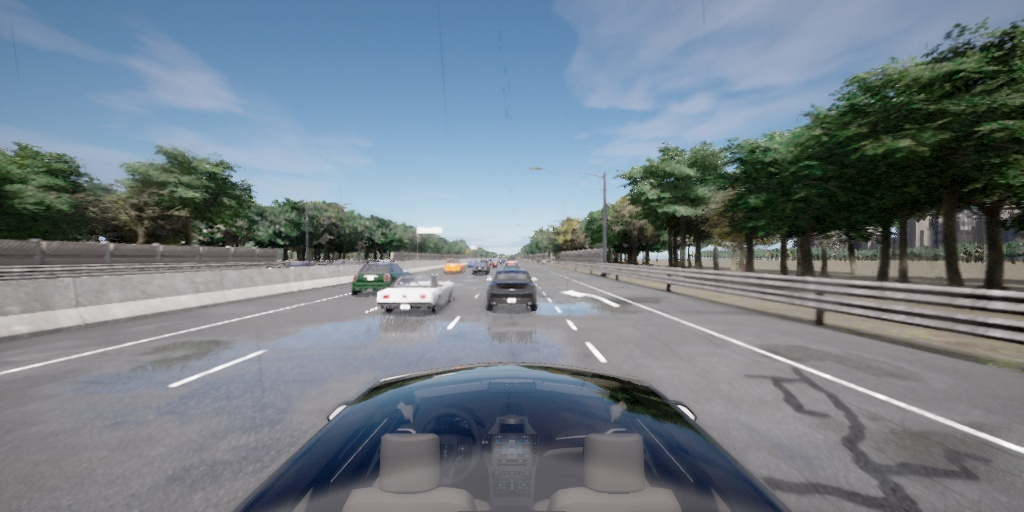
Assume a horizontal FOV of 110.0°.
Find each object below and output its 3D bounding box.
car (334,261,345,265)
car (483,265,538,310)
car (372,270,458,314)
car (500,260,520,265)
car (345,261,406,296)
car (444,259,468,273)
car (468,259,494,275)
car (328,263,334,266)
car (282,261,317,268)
[{"bbox_3d":[-21.089,1.357,47.634,1.882,1.535,5.008,0,0,0],"label":"car"},{"bbox_3d":[-0.003,1.286,14.796,1.837,1.490,4.892,0,0,0],"label":"car"},{"bbox_3d":[-3.503,1.380,13.980,1.895,1.301,4.718,0,0,0],"label":"car"},{"bbox_3d":[-0.022,1.419,41.123,1.994,1.385,4.181,0,0,0],"label":"car"},{"bbox_3d":[-7.006,1.147,19.883,2.097,1.767,4.553,0,0,0],"label":"car"},{"bbox_3d":[-7.026,1.218,44.517,2.097,1.767,4.553,0,0,0],"label":"car"},{"bbox_3d":[-3.526,1.406,41.992,2.033,1.411,5.357,0,0,0],"label":"car"},{"bbox_3d":[-24.576,1.417,51.225,1.812,1.442,4.674,0,0,1],"label":"car"},{"bbox_3d":[-28.075,1.428,47.641,2.033,1.411,5.357,0,0,1],"label":"car"}]
